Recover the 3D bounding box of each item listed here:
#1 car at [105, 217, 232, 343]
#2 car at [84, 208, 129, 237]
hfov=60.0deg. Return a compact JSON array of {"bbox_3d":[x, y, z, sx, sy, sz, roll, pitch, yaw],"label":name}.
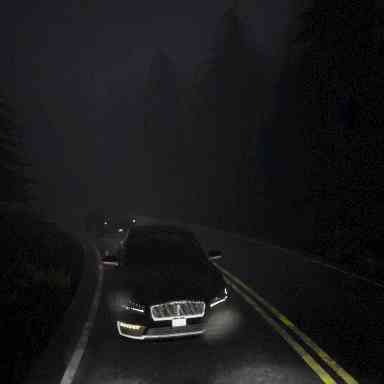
[{"bbox_3d":[-0.648,1.495,6.830,1.837,1.490,4.892,-1,0,-11],"label":"car"},{"bbox_3d":[-4.643,1.613,18.565,1.895,1.301,4.718,-3,1,-29],"label":"car"}]
